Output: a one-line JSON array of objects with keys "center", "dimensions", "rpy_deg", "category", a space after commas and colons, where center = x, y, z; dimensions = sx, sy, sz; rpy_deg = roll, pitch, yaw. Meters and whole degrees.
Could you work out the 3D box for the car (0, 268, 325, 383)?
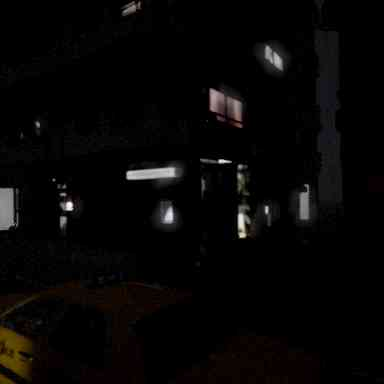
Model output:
[{"center": [-1.095, 1.536, 3.673], "dimensions": [4.829, 1.417, 1.752], "rpy_deg": [0, -1, 36], "category": "car"}]
